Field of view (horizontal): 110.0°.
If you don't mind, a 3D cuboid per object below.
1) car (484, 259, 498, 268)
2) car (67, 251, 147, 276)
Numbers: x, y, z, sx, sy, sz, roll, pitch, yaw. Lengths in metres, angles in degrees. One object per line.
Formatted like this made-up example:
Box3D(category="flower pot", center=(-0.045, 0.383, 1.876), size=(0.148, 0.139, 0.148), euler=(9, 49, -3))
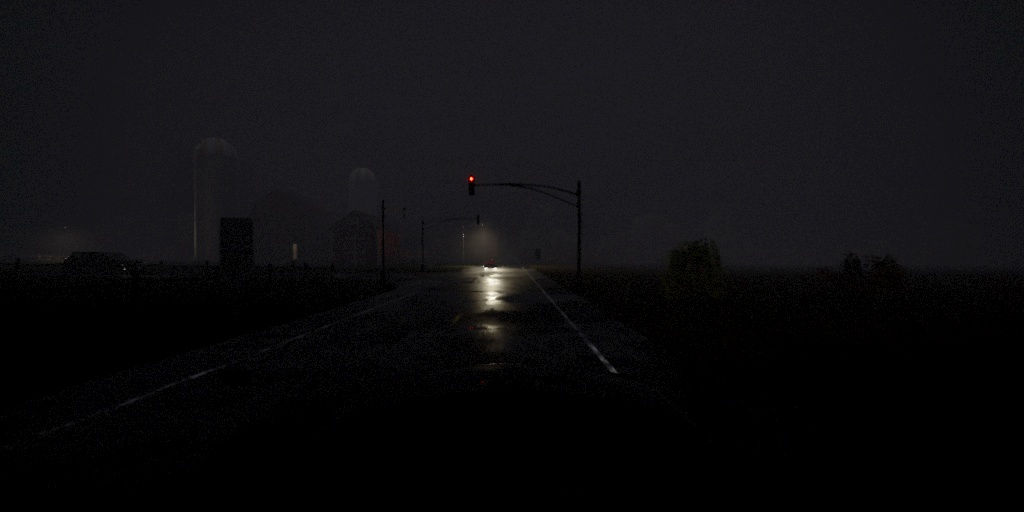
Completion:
Box3D(category="car", center=(-3.468, 1.216, 58.693), size=(1.812, 1.442, 4.674), euler=(0, 1, 0))
Box3D(category="car", center=(-35.450, 0.625, 31.391), size=(5.566, 2.045, 2.150), euler=(1, 1, 0))
